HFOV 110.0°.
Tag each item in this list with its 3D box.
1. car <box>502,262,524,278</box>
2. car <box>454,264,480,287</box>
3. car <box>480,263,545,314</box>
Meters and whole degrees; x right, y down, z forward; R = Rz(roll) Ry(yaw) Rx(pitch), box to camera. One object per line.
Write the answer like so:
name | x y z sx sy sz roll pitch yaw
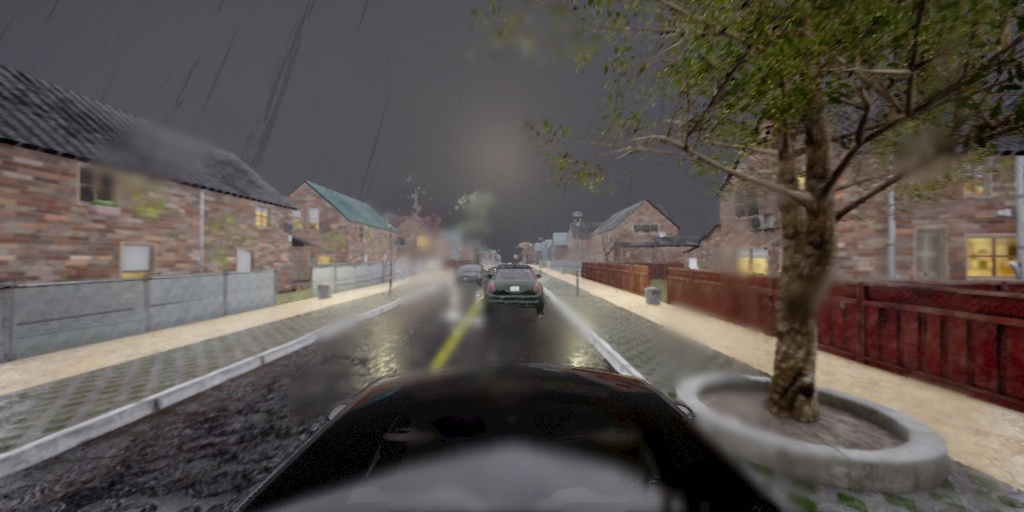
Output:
car | 0.079 1.372 36.116 2.033 1.411 5.357 0 0 0
car | -2.771 1.291 24.770 1.837 1.490 4.892 0 -1 0
car | 0.093 1.114 14.047 2.097 1.767 4.553 0 0 0
